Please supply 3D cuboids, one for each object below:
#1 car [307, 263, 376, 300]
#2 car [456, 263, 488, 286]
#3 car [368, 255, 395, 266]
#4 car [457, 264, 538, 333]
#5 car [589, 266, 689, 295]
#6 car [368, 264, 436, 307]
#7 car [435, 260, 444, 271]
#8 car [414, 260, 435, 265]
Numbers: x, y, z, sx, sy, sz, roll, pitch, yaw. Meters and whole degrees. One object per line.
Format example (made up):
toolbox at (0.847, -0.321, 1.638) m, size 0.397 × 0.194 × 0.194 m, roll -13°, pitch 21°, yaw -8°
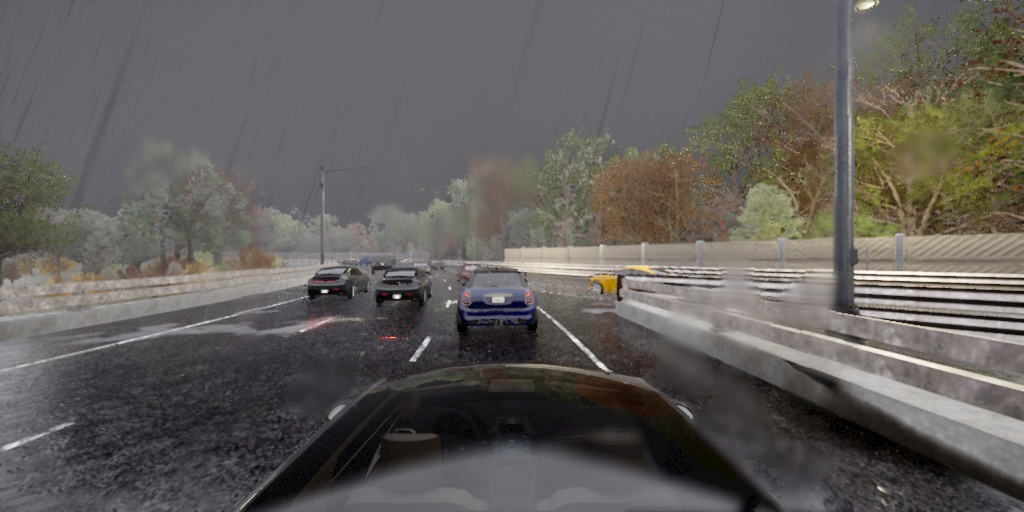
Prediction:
car at (-8.422, 1.262, 17.794) m, size 1.837 × 1.490 × 4.892 m, roll 0°, pitch 0°, yaw -9°
car at (-3.017, 1.285, 26.311) m, size 1.812 × 1.442 × 4.674 m, roll 0°, pitch 0°, yaw -13°
car at (-14.912, 0.988, 40.884) m, size 2.150 × 2.045 × 5.566 m, roll 0°, pitch 0°, yaw -22°
car at (-0.541, 1.107, 11.043) m, size 2.097 × 1.767 × 4.553 m, roll 0°, pitch 0°, yaw -5°
car at (6.006, 1.241, 17.485) m, size 1.882 × 1.535 × 5.008 m, roll 0°, pitch 0°, yaw -37°
car at (-4.567, 1.259, 15.595) m, size 1.837 × 1.490 × 4.892 m, roll 0°, pitch -1°, yaw -8°
car at (-10.444, 1.274, 48.038) m, size 1.837 × 1.490 × 4.892 m, roll 0°, pitch 0°, yaw -25°
car at (-9.209, 1.312, 35.650) m, size 2.033 × 1.411 × 5.357 m, roll 0°, pitch 0°, yaw -19°
